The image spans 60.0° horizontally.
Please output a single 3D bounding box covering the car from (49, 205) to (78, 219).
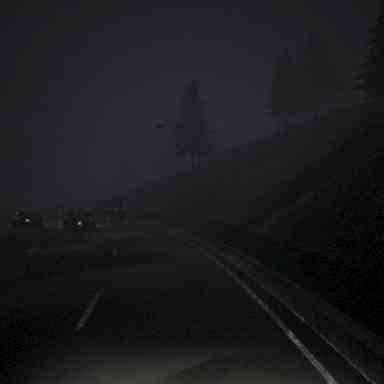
[{"bbox_3d":[-14.233,2.225,36.263,1.895,1.301,4.718,0,-1,-32],"label":"car"}]

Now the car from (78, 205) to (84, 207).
[{"bbox_3d":[-15.383,2.338,44.163,1.895,1.301,4.718,0,-1,-36],"label":"car"}]

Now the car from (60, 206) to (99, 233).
[{"bbox_3d":[-7.637,1.941,22.669,1.994,1.385,4.181,0,-1,-19],"label":"car"}]

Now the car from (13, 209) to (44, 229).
[{"bbox_3d":[-12.595,2.036,25.709,1.994,1.385,4.181,0,-1,-23],"label":"car"}]

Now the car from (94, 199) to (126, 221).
[{"bbox_3d":[-8.273,1.734,32.912,2.150,2.045,5.566,0,-1,-28],"label":"car"}]
